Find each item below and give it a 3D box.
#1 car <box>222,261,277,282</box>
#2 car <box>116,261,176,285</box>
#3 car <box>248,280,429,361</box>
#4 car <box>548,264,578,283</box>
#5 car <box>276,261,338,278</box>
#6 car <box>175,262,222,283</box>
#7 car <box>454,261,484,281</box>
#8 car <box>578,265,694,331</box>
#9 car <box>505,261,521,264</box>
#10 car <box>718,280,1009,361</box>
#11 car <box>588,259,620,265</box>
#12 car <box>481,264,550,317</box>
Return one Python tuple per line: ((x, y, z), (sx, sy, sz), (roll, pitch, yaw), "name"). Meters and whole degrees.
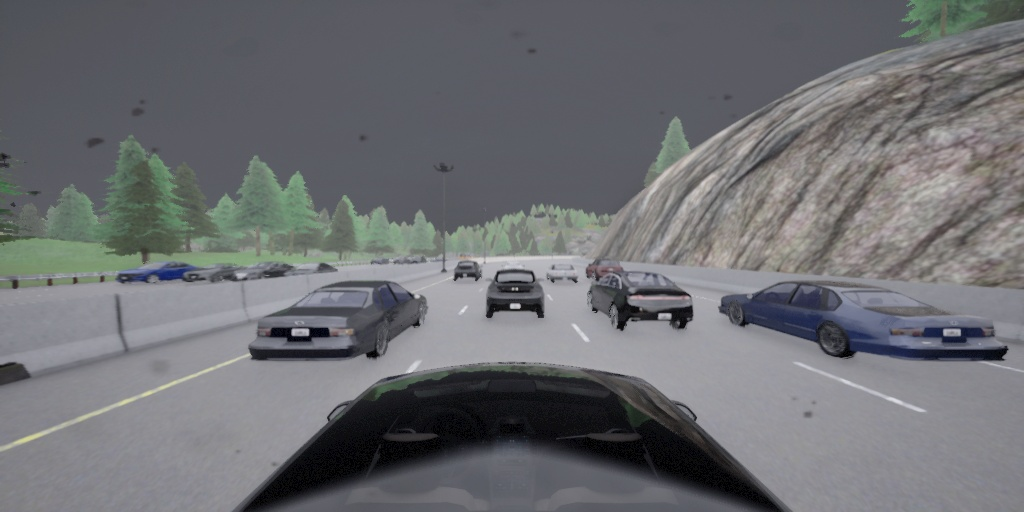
((-17.585, 1.125, 25.679), (2.128, 1.511, 4.902), (0, 0, 0), "car")
((-24.584, 1.110, 25.234), (1.882, 1.535, 5.008), (0, 0, 0), "car")
((-3.402, 1.266, 8.280), (2.033, 1.411, 5.357), (0, 0, 0), "car")
((3.610, 1.238, 26.590), (1.895, 1.301, 4.718), (0, 0, 0), "car")
((-14.081, 1.162, 25.373), (1.812, 1.442, 4.674), (0, 0, 0), "car")
((-21.084, 1.196, 25.728), (1.994, 1.385, 4.181), (0, 0, 0), "car")
((-3.389, 1.131, 28.269), (1.837, 1.490, 4.892), (0, 0, 0), "car")
((3.599, 1.201, 10.862), (2.128, 1.511, 4.902), (0, 0, 0), "car")
((0.100, 1.149, 29.224), (1.812, 1.442, 4.674), (0, 0, 0), "car")
((7.098, 1.270, 8.292), (2.033, 1.411, 5.357), (0, 0, 0), "car")
((7.110, 0.984, 27.925), (2.097, 1.767, 4.553), (0, 0, 0), "car")
((0.102, 1.204, 12.855), (1.837, 1.490, 4.892), (0, 0, 0), "car")
